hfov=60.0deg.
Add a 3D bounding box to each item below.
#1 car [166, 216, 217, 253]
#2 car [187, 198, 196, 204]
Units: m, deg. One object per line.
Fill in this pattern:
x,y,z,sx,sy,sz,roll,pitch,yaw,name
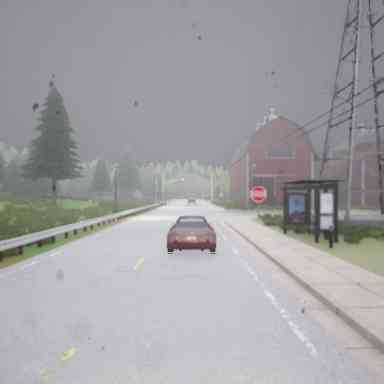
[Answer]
-0.010,1.699,14.315,1.994,1.385,4.181,0,0,0,car
-0.068,2.014,77.193,1.882,1.535,5.008,0,-1,0,car
